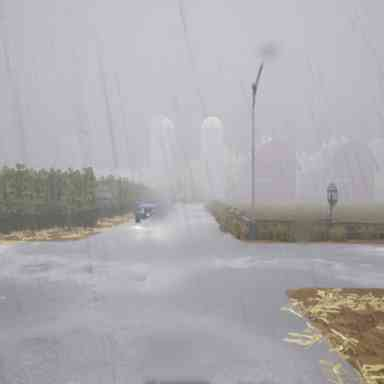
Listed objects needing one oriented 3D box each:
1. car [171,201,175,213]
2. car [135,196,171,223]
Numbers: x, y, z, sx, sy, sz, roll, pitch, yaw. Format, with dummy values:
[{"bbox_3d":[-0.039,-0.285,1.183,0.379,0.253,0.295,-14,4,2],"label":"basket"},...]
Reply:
[{"bbox_3d":[-3.171,1.776,41.559,1.812,1.442,4.674,0,0,0],"label":"car"},{"bbox_3d":[-3.189,1.345,27.027,2.150,2.045,5.566,0,-1,0],"label":"car"}]
